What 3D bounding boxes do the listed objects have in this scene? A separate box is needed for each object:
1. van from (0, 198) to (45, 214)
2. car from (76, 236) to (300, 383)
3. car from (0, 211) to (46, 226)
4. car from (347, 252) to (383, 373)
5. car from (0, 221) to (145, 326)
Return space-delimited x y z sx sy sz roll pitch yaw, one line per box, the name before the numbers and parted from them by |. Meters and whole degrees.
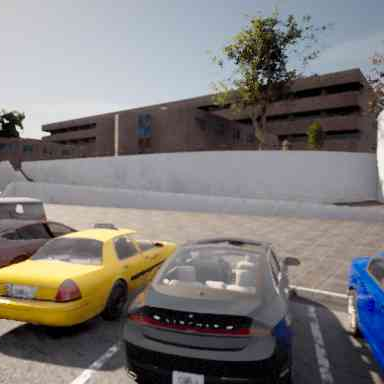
van | -6.709 1.161 10.426 1.878 1.987 4.442 1 0 15
car | 0.606 1.468 5.352 2.231 1.521 4.892 1 0 15
car | -4.249 1.443 8.840 2.163 1.488 4.792 0 0 15
car | 3.047 1.495 3.633 2.097 1.535 5.008 1 0 15
car | -1.774 1.438 7.264 1.946 1.575 5.366 0 0 15
